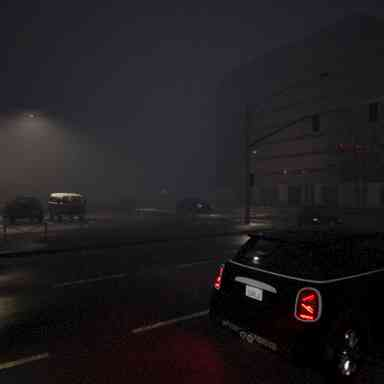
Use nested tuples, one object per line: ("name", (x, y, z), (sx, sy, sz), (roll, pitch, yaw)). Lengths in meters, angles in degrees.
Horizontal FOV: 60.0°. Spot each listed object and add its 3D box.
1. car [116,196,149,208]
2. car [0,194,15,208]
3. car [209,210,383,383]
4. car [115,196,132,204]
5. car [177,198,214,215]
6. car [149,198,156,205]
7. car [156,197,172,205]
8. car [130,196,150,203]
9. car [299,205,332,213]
("car", (-8.592, 1.547, 47.891), (2.128, 1.511, 4.902), (0, 0, -35))
("car", (-31.779, 1.209, 56.421), (1.932, 1.855, 4.605), (0, 0, -35))
("car", (2.554, 1.352, 5.625), (4.553, 1.767, 2.097), (0, 0, -35))
("car", (-14.023, 1.619, 67.943), (1.994, 1.385, 4.181), (0, 0, -35))
("car", (0.287, 1.407, 35.379), (2.097, 1.767, 4.553), (0, 0, -35))
("car", (-8.966, 1.581, 60.823), (1.812, 1.442, 4.674), (0, 0, -36))
("car", (-5.472, 1.581, 61.948), (1.812, 1.442, 4.674), (0, 0, -35))
("car", (-10.986, 1.601, 69.677), (2.033, 1.411, 5.357), (0, 0, -35))
("car", (7.781, 1.548, 20.440), (1.812, 1.442, 4.674), (1, 0, 6))
